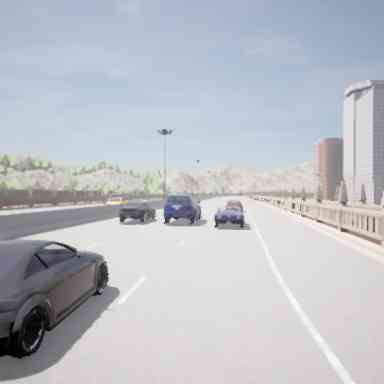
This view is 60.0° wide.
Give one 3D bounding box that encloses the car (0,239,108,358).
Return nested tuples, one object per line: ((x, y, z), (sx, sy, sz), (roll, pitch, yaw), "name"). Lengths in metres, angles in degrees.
((-3.001, 1.540, 6.015), (1.994, 1.385, 4.181), (0, 0, 4), "car")

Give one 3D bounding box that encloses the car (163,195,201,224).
((-0.638, 1.208, 24.906), (2.150, 2.045, 5.566), (0, 0, 8), "car")

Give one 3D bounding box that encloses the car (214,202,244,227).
((2.581, 1.601, 22.681), (1.895, 1.301, 4.718), (0, 0, 8), "car")

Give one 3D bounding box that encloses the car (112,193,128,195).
((-11.220, 1.208, 50.731), (2.150, 2.045, 5.566), (0, 0, 8), "car")

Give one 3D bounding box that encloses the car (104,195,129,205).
((-9.156, 1.448, 40.695), (1.882, 1.535, 5.008), (0, 0, 9), "car")

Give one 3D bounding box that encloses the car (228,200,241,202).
((5.007, 1.599, 39.790), (1.994, 1.385, 4.181), (0, 0, 8), "car")

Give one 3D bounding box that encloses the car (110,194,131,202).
((-13.168, 1.162, 61.874), (2.033, 1.411, 5.357), (0, 0, 8), "car")

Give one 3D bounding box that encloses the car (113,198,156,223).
((-4.083, 1.477, 25.505), (1.837, 1.490, 4.892), (0, 0, 8), "car")
